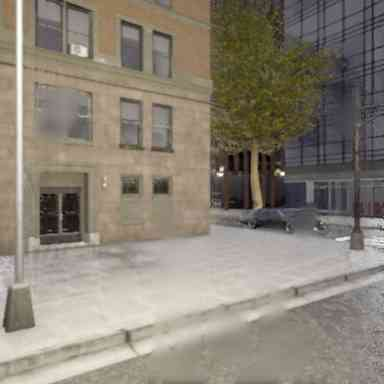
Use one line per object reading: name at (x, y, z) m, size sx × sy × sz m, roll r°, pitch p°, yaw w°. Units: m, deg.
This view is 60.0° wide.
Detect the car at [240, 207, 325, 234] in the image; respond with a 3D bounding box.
car at (5.255, 1.656, 20.303) m, size 2.033 × 1.411 × 5.357 m, roll 0°, pitch 0°, yaw -34°
